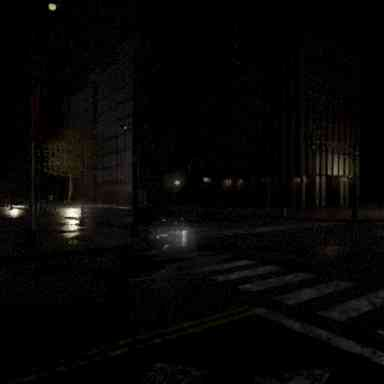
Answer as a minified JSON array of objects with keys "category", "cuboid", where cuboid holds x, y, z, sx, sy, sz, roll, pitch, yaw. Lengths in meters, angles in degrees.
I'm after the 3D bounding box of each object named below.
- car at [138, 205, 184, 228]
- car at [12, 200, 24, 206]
[{"category":"car","cuboid":[-2.458,1.742,23.785,1.837,1.490,4.892,0,1,-36]},{"category":"car","cuboid":[-38.723,2.362,74.014,1.895,1.301,4.718,0,-1,-36]}]
